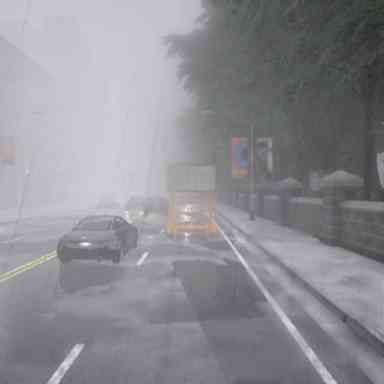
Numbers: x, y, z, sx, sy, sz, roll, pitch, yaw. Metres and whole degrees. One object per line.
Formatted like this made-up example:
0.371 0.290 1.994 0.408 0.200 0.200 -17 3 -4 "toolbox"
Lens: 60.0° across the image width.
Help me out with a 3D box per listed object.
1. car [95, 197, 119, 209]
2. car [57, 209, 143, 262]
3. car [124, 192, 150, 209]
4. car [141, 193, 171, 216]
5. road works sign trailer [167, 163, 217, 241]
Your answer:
-9.836 1.367 38.926 1.812 1.442 4.674 0 0 0 "car"
-3.151 1.515 11.864 1.994 1.385 4.181 0 0 0 "car"
-6.587 1.191 39.173 2.097 1.767 4.553 0 0 0 "car"
-3.154 1.226 31.058 2.097 1.767 4.553 0 0 0 "car"
-0.002 0.399 16.155 2.380 3.560 2.880 0 0 0 "road works sign trailer"
